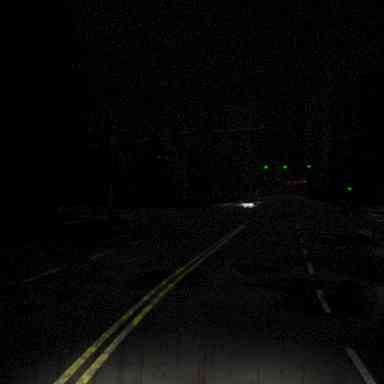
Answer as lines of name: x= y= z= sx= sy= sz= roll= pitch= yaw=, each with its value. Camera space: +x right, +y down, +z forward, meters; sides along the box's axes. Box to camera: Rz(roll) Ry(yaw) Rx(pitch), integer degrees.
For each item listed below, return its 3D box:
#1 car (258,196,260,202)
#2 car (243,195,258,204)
car: x=15.976 y=1.584 z=83.077 sx=1.882 sy=1.535 sz=5.008 roll=0 pitch=0 yaw=16
car: x=11.625 y=1.605 z=68.069 sx=2.128 sy=1.511 sz=4.902 roll=0 pitch=0 yaw=16
